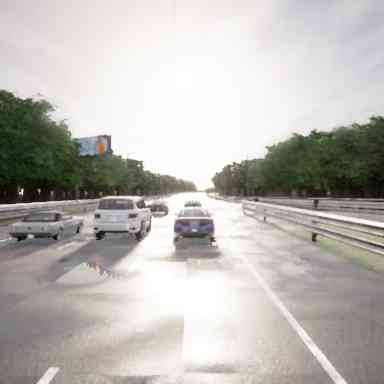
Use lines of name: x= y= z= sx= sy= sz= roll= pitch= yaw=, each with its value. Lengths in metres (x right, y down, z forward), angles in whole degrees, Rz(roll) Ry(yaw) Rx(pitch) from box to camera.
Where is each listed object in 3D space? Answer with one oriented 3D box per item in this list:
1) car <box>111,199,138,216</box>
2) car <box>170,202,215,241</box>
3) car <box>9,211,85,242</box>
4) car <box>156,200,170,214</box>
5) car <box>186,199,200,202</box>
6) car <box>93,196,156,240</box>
car: x=-6.901 y=1.548 z=34.421 sx=1.837 sy=1.490 sz=4.892 roll=0 pitch=0 yaw=0
car: x=0.101 y=1.483 z=16.668 sx=1.882 sy=1.535 sz=5.008 roll=0 pitch=0 yaw=0
car: x=-6.899 y=1.605 z=16.451 sx=1.895 sy=1.301 sz=4.718 roll=0 pitch=0 yaw=0
car: x=-3.402 y=1.572 z=35.477 sx=1.812 sy=1.442 sz=4.674 roll=0 pitch=0 yaw=0
car: x=0.097 y=1.526 z=35.974 sx=1.882 sy=1.535 sz=5.008 roll=0 pitch=0 yaw=0
car: x=-3.401 y=1.227 z=17.189 sx=2.150 sy=2.045 sz=5.566 roll=0 pitch=0 yaw=0
